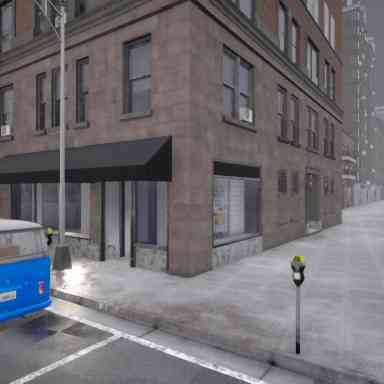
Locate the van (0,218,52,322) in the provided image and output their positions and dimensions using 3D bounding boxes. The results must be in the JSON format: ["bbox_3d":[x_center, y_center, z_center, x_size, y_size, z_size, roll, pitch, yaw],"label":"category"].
[{"bbox_3d":[-4.298,1.340,6.085,3.998,1.788,1.690,0,0,35],"label":"van"}]
